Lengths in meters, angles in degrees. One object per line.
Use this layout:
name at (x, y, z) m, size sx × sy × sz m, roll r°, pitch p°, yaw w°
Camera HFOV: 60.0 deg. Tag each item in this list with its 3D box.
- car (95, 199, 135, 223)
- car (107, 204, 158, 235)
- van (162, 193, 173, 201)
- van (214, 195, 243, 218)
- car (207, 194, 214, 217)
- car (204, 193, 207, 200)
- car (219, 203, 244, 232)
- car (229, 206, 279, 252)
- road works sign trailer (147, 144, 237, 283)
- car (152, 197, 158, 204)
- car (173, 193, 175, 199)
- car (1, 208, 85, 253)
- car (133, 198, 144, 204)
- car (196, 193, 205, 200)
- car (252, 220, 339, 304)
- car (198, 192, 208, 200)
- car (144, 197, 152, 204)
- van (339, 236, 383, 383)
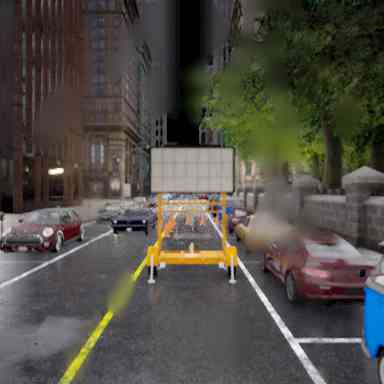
car at (-5.758, 1.485, 24.356) m, size 2.008 × 1.369 × 4.403 m, roll 0°, pitch 0°, yaw 0°
car at (-3.098, 1.552, 18.622) m, size 1.895 × 1.301 × 4.718 m, roll 0°, pitch 0°, yaw 0°
van at (-5.749, 1.093, 73.109) m, size 1.690 × 1.788 × 3.998 m, roll 0°, pitch 0°, yaw 0°
van at (2.768, 1.275, 24.365) m, size 1.690 × 1.788 × 3.998 m, roll 0°, pitch 0°, yaw 0°
car at (2.770, 1.230, 29.889) m, size 2.192 × 1.841 × 5.009 m, roll 0°, pitch 0°, yaw 0°
car at (2.771, 1.209, 35.413) m, size 2.192 × 1.841 × 5.009 m, roll 0°, pitch 0°, yaw 0°
car at (2.767, 1.533, 18.841) m, size 1.802 × 1.307 × 4.206 m, roll 0°, pitch 0°, yaw 0°
car at (2.766, 1.491, 13.486) m, size 1.752 × 1.417 × 4.829 m, roll 0°, pitch 0°, yaw 0°
road works sign trailer at (0.002, 0.440, 9.586) m, size 2.380 × 3.560 × 2.880 m, roll 0°, pitch 0°, yaw 0°
car at (-5.753, 1.414, 46.452) m, size 1.947 × 1.339 × 4.313 m, roll 0°, pitch 0°, yaw 0°
car at (-5.748, 1.175, 78.550) m, size 1.967 × 1.590 × 4.097 m, roll 0°, pitch 0°, yaw 0°
car at (-5.759, 1.406, 13.307) m, size 1.967 × 1.590 × 4.097 m, roll 0°, pitch 0°, yaw 0°
car at (-5.756, 1.441, 29.710) m, size 1.752 × 1.417 × 4.829 m, roll 0°, pitch 0°, yaw 0°
car at (2.777, 1.050, 78.557) m, size 2.192 × 1.841 × 5.009 m, roll 0°, pitch 0°, yaw 0°
car at (2.765, 1.562, 7.793) m, size 1.802 × 1.307 × 4.206 m, roll 0°, pitch 0°, yaw 0°
car at (2.778, 1.034, 83.998) m, size 2.192 × 1.841 × 5.009 m, roll 0°, pitch 0°, yaw 0°
car at (-5.755, 1.334, 35.405) m, size 1.967 × 1.590 × 4.097 m, roll 0°, pitch 0°, yaw 0°
van at (2.764, 1.336, 2.267) m, size 1.690 × 1.788 × 3.998 m, roll 0°, pitch 0°, yaw 0°
